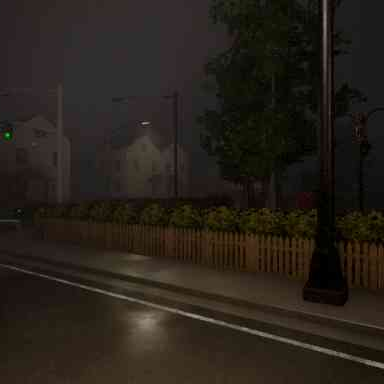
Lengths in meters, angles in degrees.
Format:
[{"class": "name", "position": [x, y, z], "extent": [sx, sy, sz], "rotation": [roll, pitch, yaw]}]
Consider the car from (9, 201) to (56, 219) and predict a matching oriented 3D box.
[{"class": "car", "position": [-13.634, 1.526, 29.413], "extent": [1.812, 1.442, 4.674], "rotation": [0, 0, 35]}]

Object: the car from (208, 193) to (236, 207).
[{"class": "car", "position": [4.330, 1.221, 48.791], "extent": [2.150, 2.045, 5.566], "rotation": [0, 0, 35]}]
